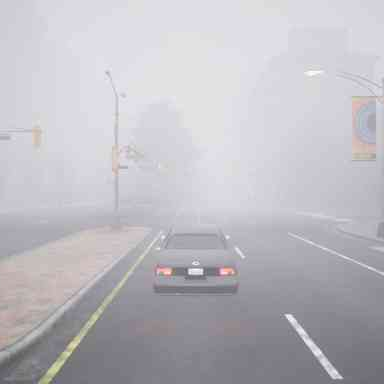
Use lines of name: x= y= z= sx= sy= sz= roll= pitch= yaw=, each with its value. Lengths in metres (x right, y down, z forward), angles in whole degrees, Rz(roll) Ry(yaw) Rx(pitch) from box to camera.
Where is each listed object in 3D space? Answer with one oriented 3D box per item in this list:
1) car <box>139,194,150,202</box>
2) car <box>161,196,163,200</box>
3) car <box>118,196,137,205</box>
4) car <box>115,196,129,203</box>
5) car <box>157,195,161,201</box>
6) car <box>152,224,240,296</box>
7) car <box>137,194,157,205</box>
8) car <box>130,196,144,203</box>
car: x=-11.379 y=1.355 z=79.562 sx=2.097 sy=1.767 sz=4.553 roll=0 pitch=0 yaw=0
car: x=-7.882 y=1.500 z=77.791 sx=1.837 sy=1.490 sz=4.892 roll=0 pitch=0 yaw=0
car: x=-11.478 y=1.491 z=59.629 sx=2.128 sy=1.511 sz=4.902 roll=0 pitch=0 yaw=0
car: x=-14.644 y=1.595 z=69.433 sx=1.895 sy=1.301 sz=4.718 roll=0 pitch=0 yaw=0
car: x=-7.916 y=1.526 z=67.462 sx=1.812 sy=1.442 sz=4.674 roll=0 pitch=0 yaw=1
car: x=0.087 y=1.547 z=8.782 sx=2.033 sy=1.411 sz=5.357 roll=0 pitch=0 yaw=0
car: x=-7.983 y=1.564 z=58.944 sx=1.994 sy=1.385 sz=4.181 roll=0 pitch=0 yaw=1
car: x=-11.395 y=1.525 z=69.551 sx=2.128 sy=1.511 sz=4.902 roll=0 pitch=0 yaw=0
